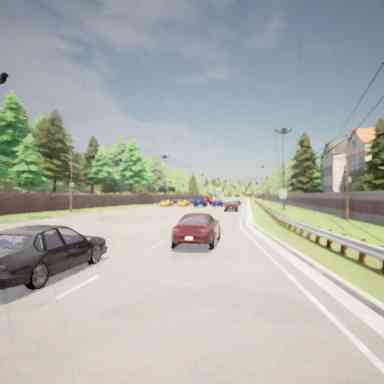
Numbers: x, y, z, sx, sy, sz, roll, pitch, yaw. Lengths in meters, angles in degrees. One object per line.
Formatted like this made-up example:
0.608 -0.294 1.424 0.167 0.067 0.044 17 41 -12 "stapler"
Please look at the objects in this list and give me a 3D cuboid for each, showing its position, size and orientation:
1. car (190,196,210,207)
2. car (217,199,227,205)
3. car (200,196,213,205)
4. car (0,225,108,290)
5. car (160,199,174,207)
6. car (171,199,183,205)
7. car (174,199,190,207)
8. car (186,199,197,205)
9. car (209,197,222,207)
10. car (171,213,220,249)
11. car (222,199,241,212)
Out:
1.696 1.957 66.779 2.150 2.045 5.566 0 -1 10 "car"
6.872 2.271 76.474 1.895 1.301 4.718 0 -1 10 "car"
3.421 1.906 77.057 2.150 2.045 5.566 0 -1 10 "car"
-4.283 1.651 9.416 2.033 1.411 5.357 0 -1 10 "car"
-5.213 2.218 67.906 1.882 1.535 5.008 0 -1 10 "car"
-3.483 2.285 78.212 1.895 1.301 4.718 0 -1 10 "car"
-1.761 2.215 67.326 1.882 1.535 5.008 0 -1 10 "car"
-0.036 2.237 77.603 1.994 1.385 4.181 0 -1 10 "car"
5.142 2.207 66.168 1.882 1.535 5.008 0 -1 10 "car"
0.263 1.697 15.430 1.812 1.442 4.674 0 -1 9 "car"
5.771 2.059 48.238 1.812 1.442 4.674 0 -1 9 "car"
